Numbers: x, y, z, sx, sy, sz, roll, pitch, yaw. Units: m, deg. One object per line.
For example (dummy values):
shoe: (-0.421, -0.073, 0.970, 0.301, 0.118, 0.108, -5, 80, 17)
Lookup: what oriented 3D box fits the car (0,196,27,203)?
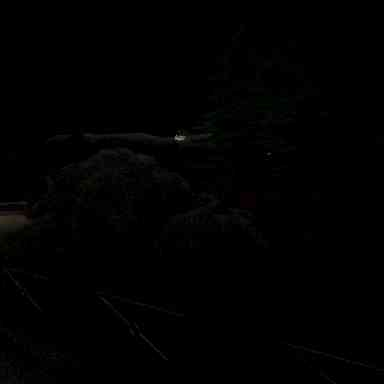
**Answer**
car: (-22.083, 1.342, 43.359, 2.097, 1.767, 4.553, 0, 0, 35)
